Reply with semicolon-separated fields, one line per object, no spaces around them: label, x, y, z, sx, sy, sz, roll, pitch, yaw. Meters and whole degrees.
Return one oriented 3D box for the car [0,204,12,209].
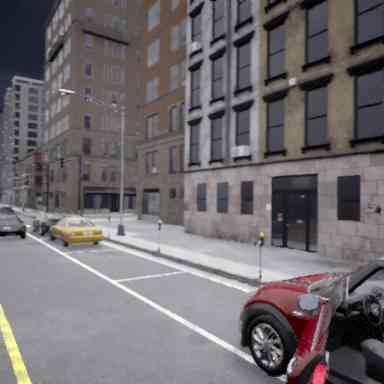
car;-24.333;2.217;43.057;2.008;1.369;4.403;2;-2;-35

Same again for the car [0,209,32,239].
car;-10.776;1.863;19.010;1.994;1.385;4.181;2;-2;-35

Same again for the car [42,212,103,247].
car;-5.960;1.840;16.723;1.752;1.417;4.829;2;-2;-35

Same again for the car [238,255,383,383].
car;2.614;1.488;3.772;2.097;1.767;4.553;2;-2;-35

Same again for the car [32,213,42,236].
car;-8.959;1.923;21.014;2.008;1.369;4.403;2;-2;-35
